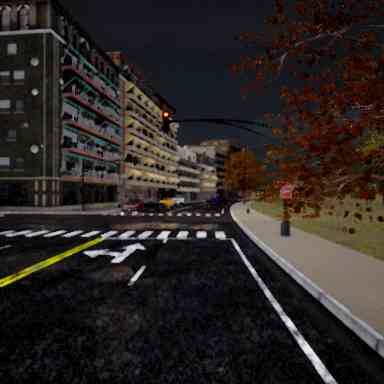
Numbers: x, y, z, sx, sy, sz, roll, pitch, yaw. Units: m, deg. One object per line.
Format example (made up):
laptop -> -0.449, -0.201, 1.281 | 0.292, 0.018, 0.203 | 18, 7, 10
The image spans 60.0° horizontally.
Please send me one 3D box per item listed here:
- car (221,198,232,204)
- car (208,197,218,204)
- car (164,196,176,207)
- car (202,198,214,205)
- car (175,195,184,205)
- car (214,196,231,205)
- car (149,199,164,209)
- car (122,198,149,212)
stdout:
car -> 8.697, 2.178, 83.865 | 2.128, 1.511, 4.902 | 0, -1, 12
car -> 5.426, 2.123, 84.104 | 1.882, 1.535, 5.008 | 0, -1, 12
car -> -4.867, 1.943, 63.412 | 1.882, 1.535, 5.008 | 0, -1, 9
car -> 3.465, 2.103, 73.929 | 2.128, 1.511, 4.902 | 0, -1, 10
car -> -3.148, 1.793, 73.844 | 2.150, 2.045, 5.566 | 0, -1, 10
car -> 6.677, 1.803, 73.429 | 2.150, 2.045, 5.566 | 0, -1, 10
car -> -6.342, 1.970, 53.217 | 1.895, 1.301, 4.718 | 0, -1, 7
car -> -7.494, 1.629, 43.204 | 2.097, 1.767, 4.553 | 0, -1, 6
